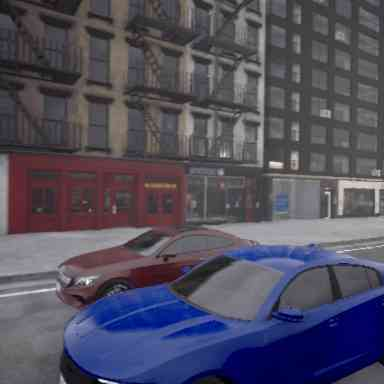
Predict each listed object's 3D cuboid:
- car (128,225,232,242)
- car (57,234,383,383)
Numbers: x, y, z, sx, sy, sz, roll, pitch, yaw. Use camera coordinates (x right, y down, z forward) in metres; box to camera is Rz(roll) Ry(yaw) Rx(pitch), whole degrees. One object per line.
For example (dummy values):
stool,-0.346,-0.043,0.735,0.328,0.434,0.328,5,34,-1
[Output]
car,-0.423,1.487,7.241,4.674,1.442,1.812,1,0,-32
car,0.986,1.476,4.274,5.008,1.535,1.882,1,0,-32
